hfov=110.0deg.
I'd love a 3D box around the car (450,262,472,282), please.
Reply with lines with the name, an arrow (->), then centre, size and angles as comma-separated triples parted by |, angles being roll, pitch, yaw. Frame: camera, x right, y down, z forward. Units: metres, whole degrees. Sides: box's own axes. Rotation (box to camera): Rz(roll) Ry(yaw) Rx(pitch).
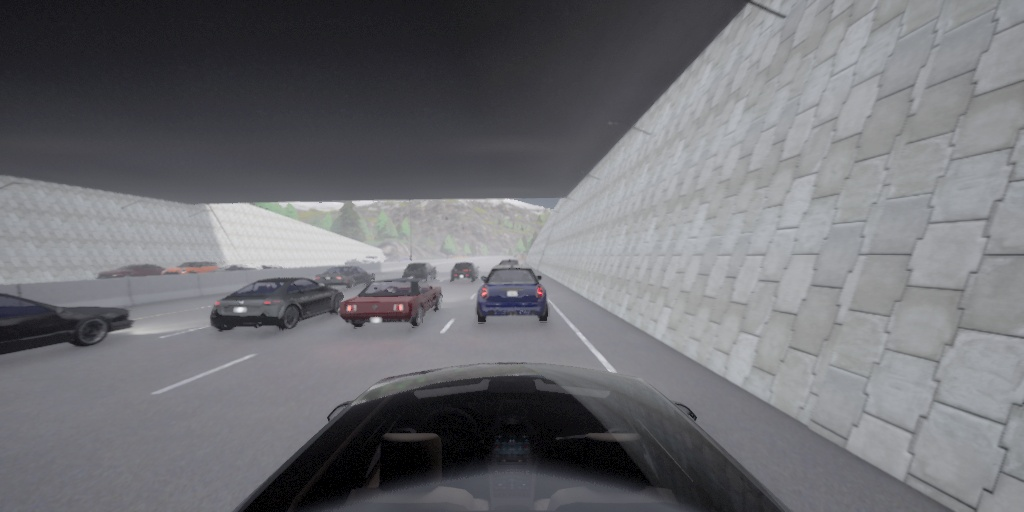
car -> -3.692, 1.209, 28.428 | 1.837, 1.490, 4.892 | 0, 0, -1

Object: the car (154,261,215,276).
car -> -28.420, 1.248, 31.999 | 2.097, 1.767, 4.553 | 0, 0, 0

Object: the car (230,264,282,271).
car -> -21.412, 1.443, 31.025 | 1.895, 1.301, 4.718 | 0, 0, -1

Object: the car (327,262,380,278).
car -> -10.646, 1.324, 23.216 | 2.033, 1.411, 5.357 | 0, 0, 0

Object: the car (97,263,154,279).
car -> -31.904, 1.407, 30.495 | 1.882, 1.535, 5.008 | 0, 0, -1

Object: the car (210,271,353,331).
car -> -7.001, 1.344, 11.217 | 1.994, 1.385, 4.181 | 0, 0, -1

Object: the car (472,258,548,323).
car -> -0.013, 1.072, 12.215 | 2.097, 1.767, 4.553 | 0, 0, -1

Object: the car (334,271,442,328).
car -> -3.501, 1.352, 11.407 | 1.895, 1.301, 4.718 | 0, 0, -1

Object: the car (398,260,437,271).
car -> -7.192, 1.238, 28.378 | 1.837, 1.490, 4.892 | 0, 0, -1

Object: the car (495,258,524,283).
car -> -0.192, 1.028, 28.185 | 2.097, 1.767, 4.553 | 0, 0, -1

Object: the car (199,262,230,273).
car -> -24.919, 1.432, 31.994 | 1.994, 1.385, 4.181 | 0, 0, -1

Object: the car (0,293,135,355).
car -> -10.460, 1.368, 6.543 | 2.033, 1.411, 5.357 | 0, 0, 0
